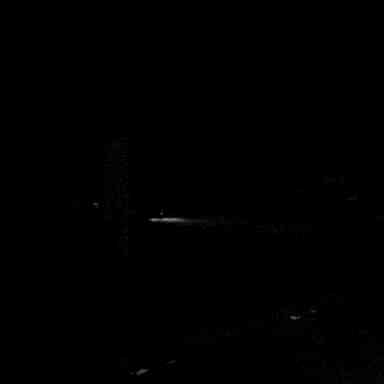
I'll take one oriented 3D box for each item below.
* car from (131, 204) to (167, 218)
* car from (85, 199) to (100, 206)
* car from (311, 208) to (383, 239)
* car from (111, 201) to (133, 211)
[{"bbox_3d":[-4.756,2.174,38.598,2.128,1.511,4.902,-1,0,-36],"label":"car"},{"bbox_3d":[-19.675,2.069,65.787,1.837,1.490,4.892,-1,1,-36],"label":"car"},{"bbox_3d":[9.248,1.697,19.008,2.128,1.511,4.902,-1,0,-36],"label":"car"},{"bbox_3d":[-11.525,2.262,54.418,1.895,1.301,4.718,-1,1,-35],"label":"car"}]
